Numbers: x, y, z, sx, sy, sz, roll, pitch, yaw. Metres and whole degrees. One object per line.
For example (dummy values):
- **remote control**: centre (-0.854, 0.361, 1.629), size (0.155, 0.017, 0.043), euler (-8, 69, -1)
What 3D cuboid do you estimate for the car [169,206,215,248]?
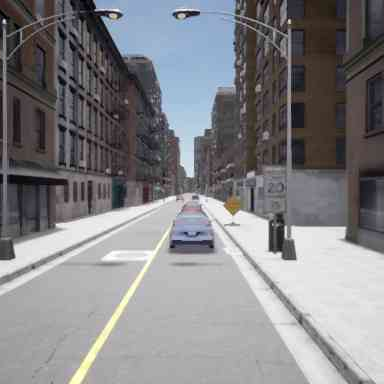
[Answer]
- **car**: centre (0.000, 1.560, 14.651), size (2.033, 1.411, 5.357), euler (0, 0, 0)

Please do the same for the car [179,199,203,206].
- **car**: centre (0.000, 1.562, 29.651), size (1.994, 1.385, 4.181), euler (0, 0, 0)

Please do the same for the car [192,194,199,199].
- **car**: centre (0.957, 1.425, 90.368), size (1.837, 1.490, 4.892), euler (0, 0, 0)

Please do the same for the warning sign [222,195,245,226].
- **warning sign**: centre (2.523, 1.109, 20.363), size (1.300, 1.860, 1.060), euler (0, 0, 0)

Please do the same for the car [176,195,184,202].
- **car**: centre (-2.750, 1.422, 75.929), size (1.812, 1.442, 4.674), euler (0, 0, 0)
